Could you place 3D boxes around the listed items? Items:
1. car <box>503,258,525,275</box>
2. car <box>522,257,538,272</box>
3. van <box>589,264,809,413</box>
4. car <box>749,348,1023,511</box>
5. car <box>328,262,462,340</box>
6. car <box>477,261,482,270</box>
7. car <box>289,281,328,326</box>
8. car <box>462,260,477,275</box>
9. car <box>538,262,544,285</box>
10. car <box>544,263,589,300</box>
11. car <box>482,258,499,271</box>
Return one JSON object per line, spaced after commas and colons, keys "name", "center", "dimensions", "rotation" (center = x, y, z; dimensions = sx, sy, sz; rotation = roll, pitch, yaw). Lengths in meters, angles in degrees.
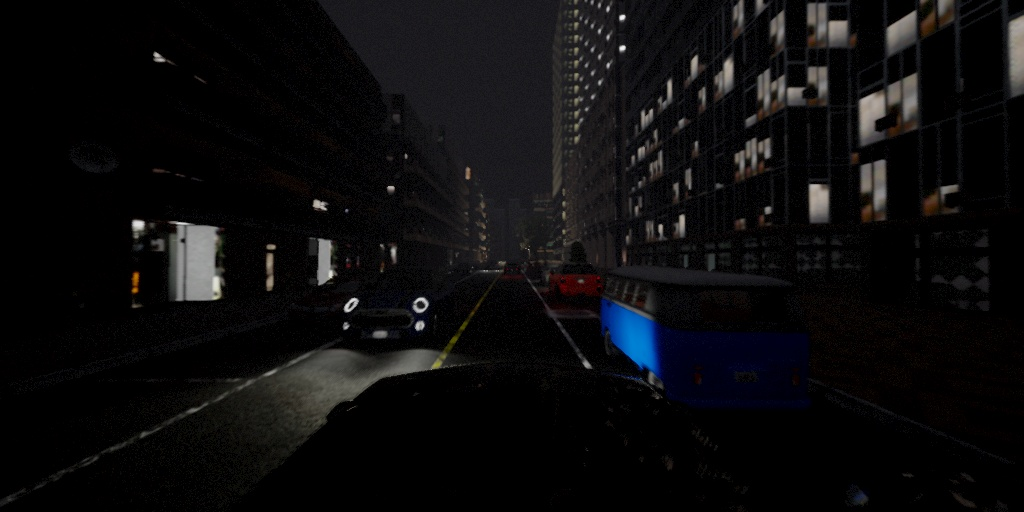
{"name": "car", "center": [0.052, 1.237, 39.836], "dimensions": [2.128, 1.511, 4.902], "rotation": [0, 0, 1]}
{"name": "car", "center": [2.568, 1.185, 45.356], "dimensions": [1.967, 1.591, 4.097], "rotation": [0, 0, 0]}
{"name": "van", "center": [2.566, 1.090, 5.790], "dimensions": [1.690, 1.789, 3.998], "rotation": [0, 0, 0]}
{"name": "car", "center": [2.566, 1.301, 0.137], "dimensions": [2.007, 1.370, 4.403], "rotation": [0, 0, 0]}
{"name": "car", "center": [-2.850, 1.100, 9.988], "dimensions": [2.097, 1.767, 4.553], "rotation": [0, 0, 0]}
{"name": "car", "center": [-5.286, 1.297, 51.125], "dimensions": [2.007, 1.370, 4.403], "rotation": [0, 0, 0]}
{"name": "car", "center": [-5.314, 1.330, 11.600], "dimensions": [1.802, 1.307, 4.207], "rotation": [0, 0, 0]}
{"name": "car", "center": [-5.322, 1.312, 39.832], "dimensions": [1.948, 1.339, 4.313], "rotation": [0, 0, 0]}
{"name": "car", "center": [3.024, 1.272, 24.721], "dimensions": [1.812, 1.442, 4.674], "rotation": [0, 0, 0]}
{"name": "car", "center": [2.989, 1.099, 17.691], "dimensions": [2.097, 1.767, 4.553], "rotation": [0, 0, 0]}
{"name": "car", "center": [-2.825, 1.251, 50.680], "dimensions": [1.837, 1.490, 4.892], "rotation": [0, 0, 0]}
